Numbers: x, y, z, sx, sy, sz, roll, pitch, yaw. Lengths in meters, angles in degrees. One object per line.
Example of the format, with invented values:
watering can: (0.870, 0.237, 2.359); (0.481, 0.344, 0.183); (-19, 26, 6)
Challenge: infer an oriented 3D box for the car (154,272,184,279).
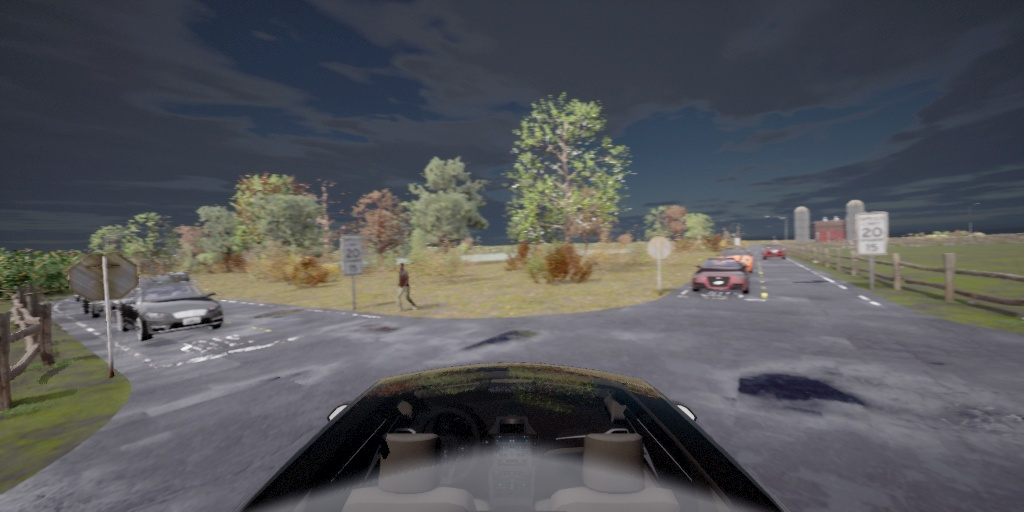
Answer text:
car: (-34.966, 2.526, 36.029); (1.994, 1.385, 4.181); (-3, 1, -36)

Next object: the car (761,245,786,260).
car: (30.089, -0.524, 41.255); (2.097, 1.767, 4.553); (-1, 1, 34)

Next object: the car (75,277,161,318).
car: (-18.718, 1.936, 16.942); (4.902, 1.511, 2.128); (-2, 1, 36)

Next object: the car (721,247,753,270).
car: (15.433, 0.208, 24.885); (2.097, 1.767, 4.553); (-1, 1, 34)

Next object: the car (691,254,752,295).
car: (9.025, 0.777, 15.452); (1.994, 1.385, 4.181); (-1, 1, 34)

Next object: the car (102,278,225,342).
car: (-11.097, 1.649, 11.566); (4.902, 1.511, 2.128); (-2, 1, 35)

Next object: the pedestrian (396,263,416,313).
pedestrian: (-3.906, 1.086, 12.975); (0.375, 1.860, 0.375); (-1, 2, 35)

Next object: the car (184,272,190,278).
car: (-41.592, 2.683, 44.833); (1.812, 1.442, 4.674); (-3, 1, -39)
